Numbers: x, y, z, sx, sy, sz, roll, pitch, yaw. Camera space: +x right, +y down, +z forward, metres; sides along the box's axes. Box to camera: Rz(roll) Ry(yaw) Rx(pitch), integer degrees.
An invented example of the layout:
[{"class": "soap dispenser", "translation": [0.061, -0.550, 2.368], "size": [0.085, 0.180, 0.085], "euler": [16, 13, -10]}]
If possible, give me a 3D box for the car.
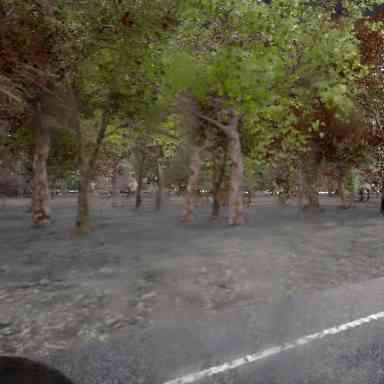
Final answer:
[{"class": "car", "translation": [-2.681, 1.497, 1.017], "size": [4.902, 1.511, 2.128], "euler": [0, 0, -33]}]
